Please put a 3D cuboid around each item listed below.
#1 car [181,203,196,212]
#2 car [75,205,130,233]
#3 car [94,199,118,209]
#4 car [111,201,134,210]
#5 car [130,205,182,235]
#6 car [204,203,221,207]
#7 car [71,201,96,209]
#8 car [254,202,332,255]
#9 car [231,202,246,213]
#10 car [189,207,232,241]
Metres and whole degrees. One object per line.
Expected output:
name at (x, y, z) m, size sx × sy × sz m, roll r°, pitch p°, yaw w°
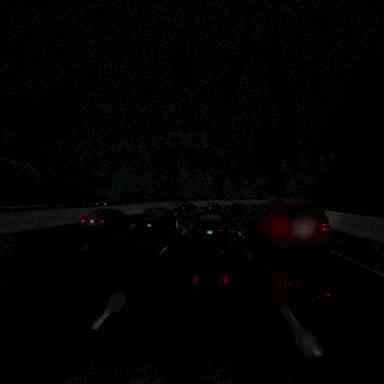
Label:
car at (-0.638, 2.218, 47.972) m, size 1.994 × 1.385 × 4.181 m, roll 0°, pitch -1°, yaw 14°
car at (-5.576, 1.830, 22.085) m, size 2.033 × 1.411 × 5.357 m, roll 0°, pitch -1°, yaw 7°
car at (-15.497, 2.121, 60.354) m, size 2.097 × 1.767 × 4.553 m, roll 0°, pitch -1°, yaw 17°
car at (-12.242, 2.364, 59.039) m, size 1.895 × 1.301 × 4.718 m, roll 0°, pitch -1°, yaw 17°
car at (-2.109, 1.760, 21.137) m, size 1.882 × 1.535 × 5.008 m, roll 0°, pitch -1°, yaw 6°
car at (3.009, 2.232, 48.064) m, size 1.994 × 1.385 × 4.181 m, roll 0°, pitch -1°, yaw 15°
car at (-19.355, 2.347, 59.708) m, size 1.895 × 1.301 × 4.718 m, roll 0°, pitch -1°, yaw 16°
car at (4.228, 1.437, 14.437) m, size 2.150 × 2.045 × 5.566 m, roll 0°, pitch -1°, yaw 5°
car at (6.820, 2.184, 48.811) m, size 2.128 × 1.511 × 4.902 m, roll 0°, pitch -1°, yaw 15°
car at (1.101, 1.781, 18.293) m, size 1.812 × 1.442 × 4.674 m, roll 0°, pitch -1°, yaw 6°
